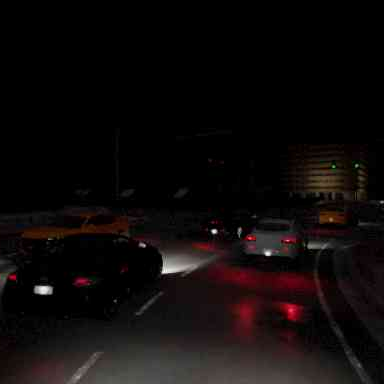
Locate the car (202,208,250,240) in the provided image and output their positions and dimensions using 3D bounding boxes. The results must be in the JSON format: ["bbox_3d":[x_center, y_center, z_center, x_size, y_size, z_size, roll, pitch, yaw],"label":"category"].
[{"bbox_3d":[2.251,1.657,18.126,1.837,1.490,4.892,0,0,29],"label":"car"}]

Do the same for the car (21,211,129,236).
[{"bbox_3d":[-4.355,1.558,13.179,1.882,1.535,5.008,0,-1,21],"label":"car"}]

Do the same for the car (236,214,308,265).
[{"bbox_3d":[3.149,1.636,12.160,1.812,1.442,4.674,0,-1,22],"label":"car"}]

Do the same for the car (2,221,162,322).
[{"bbox_3d":[-2.080,1.613,7.492,1.994,1.385,4.181,0,0,11],"label":"car"}]

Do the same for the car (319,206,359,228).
[{"bbox_3d":[10.860,1.745,24.431,1.882,1.535,5.008,0,-1,36],"label":"car"}]
